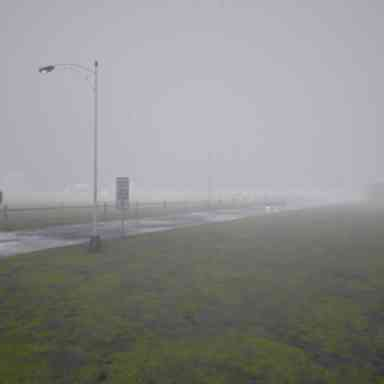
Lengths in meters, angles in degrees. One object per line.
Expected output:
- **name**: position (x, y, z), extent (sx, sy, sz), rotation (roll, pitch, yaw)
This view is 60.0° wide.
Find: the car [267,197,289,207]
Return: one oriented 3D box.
- **car**: position (13.135, 1.493, 50.580), extent (2.033, 1.411, 5.357), rotation (1, 0, 33)
